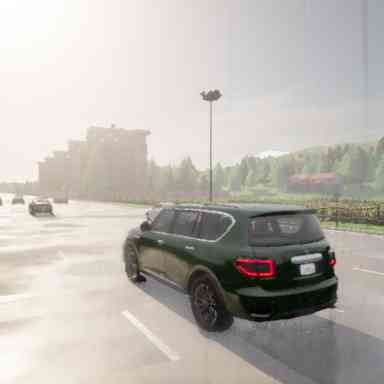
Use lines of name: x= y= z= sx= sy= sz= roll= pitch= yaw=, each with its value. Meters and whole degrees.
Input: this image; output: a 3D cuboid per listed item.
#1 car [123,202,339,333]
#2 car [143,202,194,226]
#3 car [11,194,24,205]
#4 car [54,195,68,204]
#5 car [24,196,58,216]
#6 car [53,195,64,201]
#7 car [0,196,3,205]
car: x=0.321 y=1.216 z=7.179 sx=2.150 sy=2.045 sz=5.566 roll=0 pitch=0 yaw=-31
car: x=-1.841 y=1.508 z=24.447 sx=1.812 sy=1.442 sz=4.674 roll=0 pitch=0 yaw=-31
car: x=-31.013 y=1.480 z=59.383 sx=1.812 sy=1.442 sz=4.674 roll=0 pitch=0 yaw=-31
car: x=-24.328 y=1.517 z=61.857 sx=1.994 sy=1.385 sz=4.181 roll=0 pitch=0 yaw=-31
car: x=-14.915 y=1.466 z=32.668 sx=2.128 sy=1.511 sz=4.902 roll=0 pitch=0 yaw=-31
car: x=-33.972 y=1.488 z=84.545 sx=1.994 sy=1.385 sz=4.181 roll=0 pitch=0 yaw=-31
car: x=-32.665 y=1.308 z=55.353 sx=2.097 sy=1.767 sz=4.553 roll=0 pitch=0 yaw=-31
